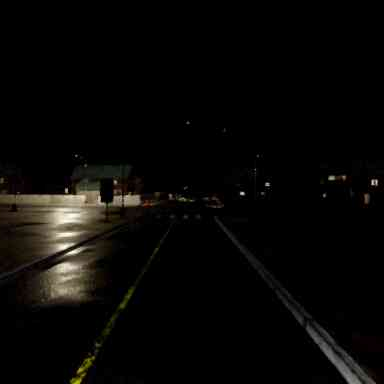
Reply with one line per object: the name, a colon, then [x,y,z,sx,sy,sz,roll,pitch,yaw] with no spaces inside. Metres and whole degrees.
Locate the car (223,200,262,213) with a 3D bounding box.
car: [5.303,1.586,35.473,4.181,1.385,1.994,1,0,8]

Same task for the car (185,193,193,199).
car: [-0.925,1.030,94.390,2.097,1.767,4.553,0,0,2]
